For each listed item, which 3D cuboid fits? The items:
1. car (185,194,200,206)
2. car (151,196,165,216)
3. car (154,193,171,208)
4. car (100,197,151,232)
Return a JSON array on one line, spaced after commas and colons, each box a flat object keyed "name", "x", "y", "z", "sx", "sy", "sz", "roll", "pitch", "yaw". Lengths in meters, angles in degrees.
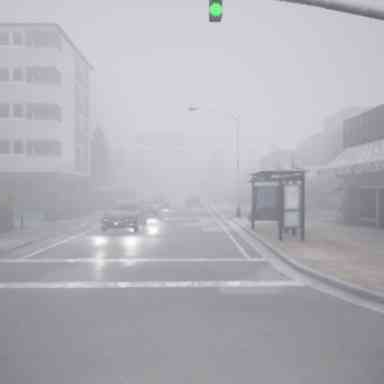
[{"name": "car", "x": 0.122, "y": 0.972, "z": 43.360, "sx": 2.128, "sy": 1.511, "sz": 4.902, "roll": 0, "pitch": 1, "yaw": 3}, {"name": "car", "x": -3.594, "y": 1.236, "z": 27.498, "sx": 1.895, "sy": 1.301, "sz": 4.718, "roll": 0, "pitch": 1, "yaw": 0}, {"name": "car", "x": -3.555, "y": 0.885, "z": 37.664, "sx": 2.097, "sy": 1.767, "sz": 4.553, "roll": 0, "pitch": 1, "yaw": 1}, {"name": "car", "x": -3.601, "y": 1.232, "z": 18.232, "sx": 1.837, "sy": 1.490, "sz": 4.892, "roll": 0, "pitch": 1, "yaw": 0}]
